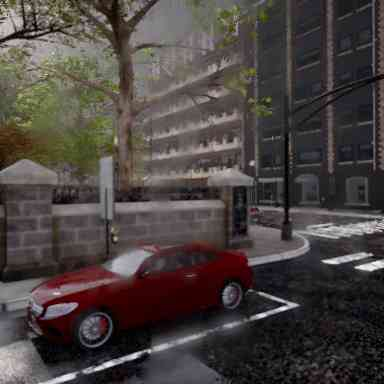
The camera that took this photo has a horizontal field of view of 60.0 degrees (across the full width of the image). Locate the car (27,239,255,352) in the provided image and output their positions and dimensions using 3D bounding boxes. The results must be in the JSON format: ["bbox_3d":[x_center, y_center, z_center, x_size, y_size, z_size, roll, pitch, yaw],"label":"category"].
[{"bbox_3d":[-0.668,1.569,6.087,4.206,1.307,1.802,0,0,-36],"label":"car"}]

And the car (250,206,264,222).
[{"bbox_3d":[2.786,1.129,21.973,1.967,1.590,4.097,1,1,-36],"label":"car"}]
